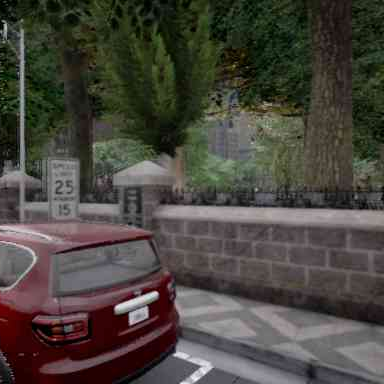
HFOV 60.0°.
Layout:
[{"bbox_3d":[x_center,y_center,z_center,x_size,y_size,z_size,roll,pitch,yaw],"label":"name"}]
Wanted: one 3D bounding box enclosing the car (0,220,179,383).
[{"bbox_3d":[-2.481,1.330,4.732,5.009,1.841,2.192,0,0,35],"label":"car"}]
